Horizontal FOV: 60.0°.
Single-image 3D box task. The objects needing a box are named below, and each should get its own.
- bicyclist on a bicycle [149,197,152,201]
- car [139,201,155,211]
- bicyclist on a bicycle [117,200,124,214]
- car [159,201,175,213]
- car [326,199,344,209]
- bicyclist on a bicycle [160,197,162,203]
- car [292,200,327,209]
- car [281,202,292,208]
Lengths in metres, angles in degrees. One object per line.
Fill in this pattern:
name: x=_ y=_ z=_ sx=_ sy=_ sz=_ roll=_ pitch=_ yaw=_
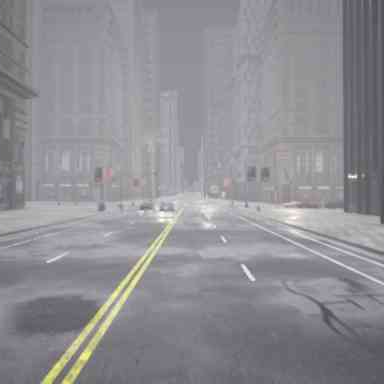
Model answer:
bicyclist on a bicycle: x=-8.722 y=2.029 z=69.971 sx=0.659 sy=1.776 sz=1.843 roll=0 pitch=-1 yaw=0
car: x=-6.508 y=2.030 z=49.052 sx=2.033 sy=1.411 sz=5.357 roll=0 pitch=-1 yaw=1
bicyclist on a bicycle: x=-8.734 y=1.840 z=41.093 sx=0.866 sy=1.612 sz=1.509 roll=0 pitch=-1 yaw=0
car: x=-3.298 y=1.931 z=44.300 sx=2.128 sy=1.511 sz=4.902 roll=0 pitch=-1 yaw=0
car: x=25.850 y=2.243 z=58.888 sx=5.009 sy=1.841 sz=2.192 roll=1 pitch=-2 yaw=0
bicyclist on a bicycle: x=-8.707 y=2.319 z=94.313 sx=0.582 sy=1.620 sz=1.656 roll=0 pitch=0 yaw=0
car: x=20.760 y=2.403 z=58.902 sx=4.507 sy=1.381 sz=1.887 roll=1 pitch=-2 yaw=0
car: x=20.624 y=2.487 z=67.430 sx=4.829 sy=1.417 sz=1.752 roll=1 pitch=-1 yaw=0
